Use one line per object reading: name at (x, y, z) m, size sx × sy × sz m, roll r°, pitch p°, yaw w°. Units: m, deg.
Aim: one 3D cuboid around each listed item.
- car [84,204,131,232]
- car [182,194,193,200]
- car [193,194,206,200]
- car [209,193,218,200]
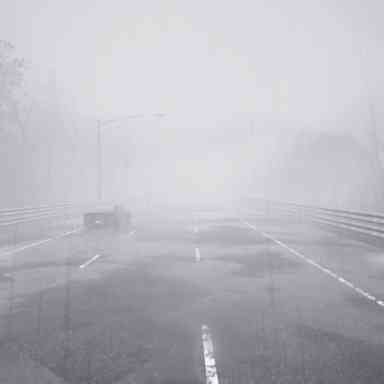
car at (-4.999, 1.455, 20.230) m, size 1.882 × 1.535 × 5.008 m, roll -1°, pitch 0°, yaw 1°
car at (-1.582, 1.301, 85.776) m, size 2.033 × 1.411 × 5.357 m, roll -1°, pitch 0°, yaw 6°
car at (1.946, 1.322, 85.917) m, size 1.895 × 1.301 × 4.718 m, roll -1°, pitch 0°, yaw 6°
car at (5.498, 1.047, 86.347) m, size 2.097 × 1.767 × 4.553 m, roll -1°, pitch 0°, yaw 6°
